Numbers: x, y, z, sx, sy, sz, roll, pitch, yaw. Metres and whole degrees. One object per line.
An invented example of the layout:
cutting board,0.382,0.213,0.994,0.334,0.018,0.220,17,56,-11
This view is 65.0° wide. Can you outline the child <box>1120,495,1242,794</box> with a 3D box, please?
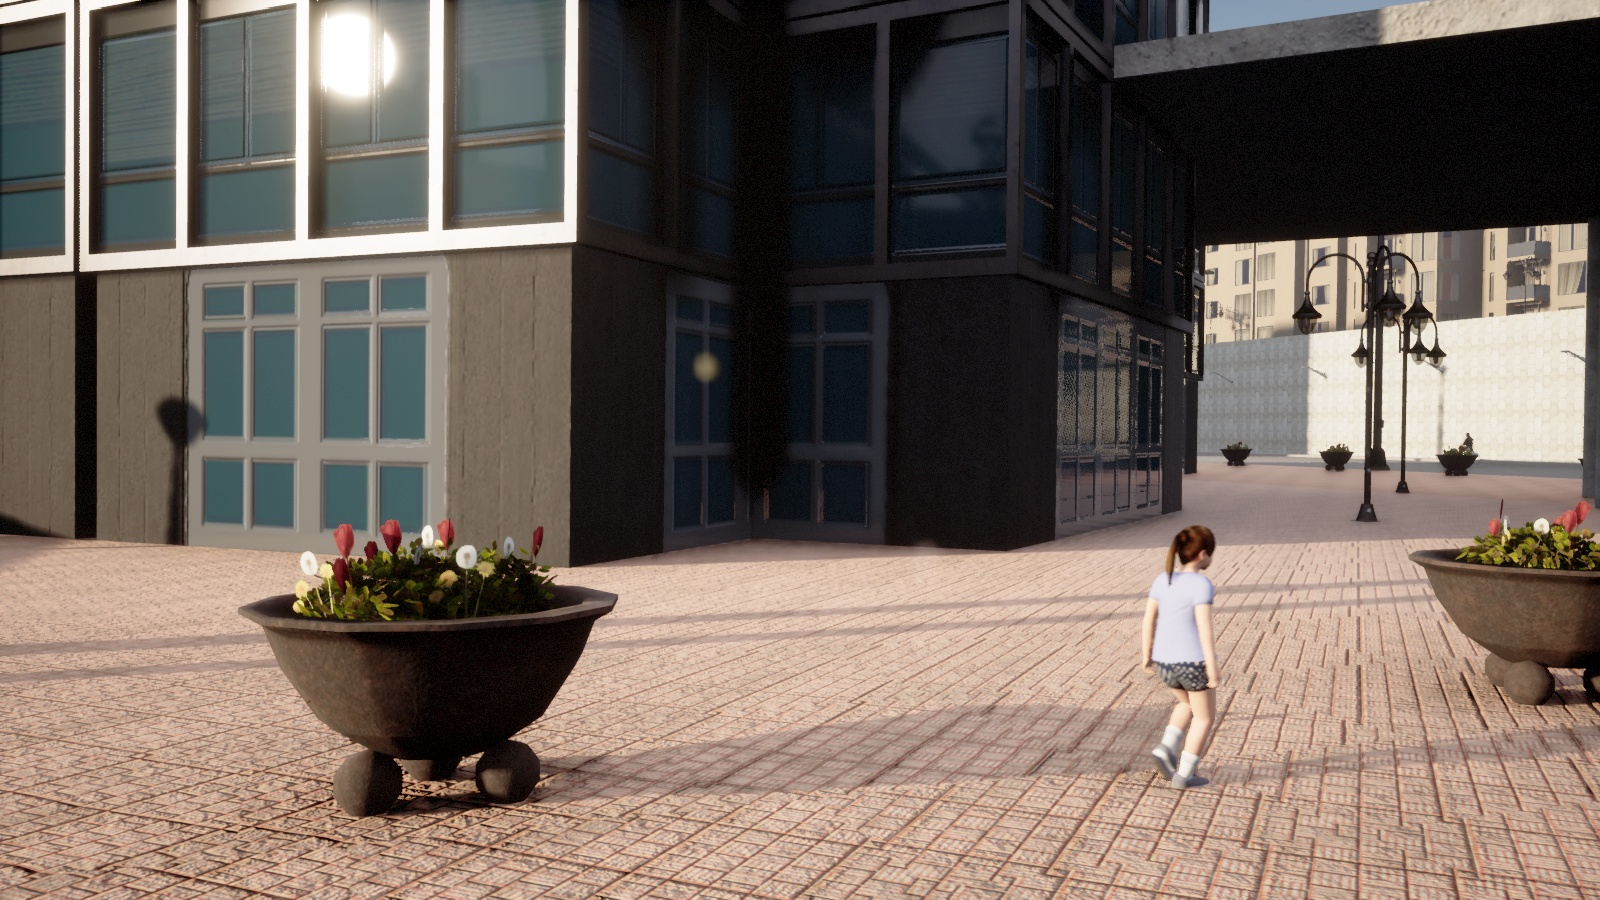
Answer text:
child,1.505,0.746,4.965,0.394,1.110,0.255,-1,1,-30
